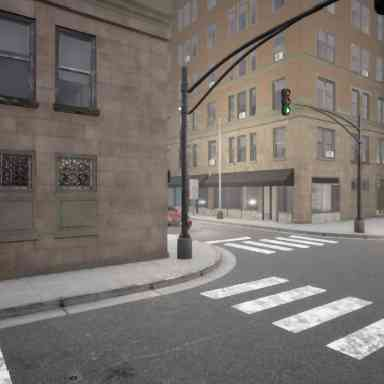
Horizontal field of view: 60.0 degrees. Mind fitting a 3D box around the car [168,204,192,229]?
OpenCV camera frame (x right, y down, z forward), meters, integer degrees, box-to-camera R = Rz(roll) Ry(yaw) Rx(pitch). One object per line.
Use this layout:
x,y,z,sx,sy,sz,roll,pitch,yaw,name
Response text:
-1.890,1.427,19.828,1.812,1.442,4.674,0,0,-36,car
